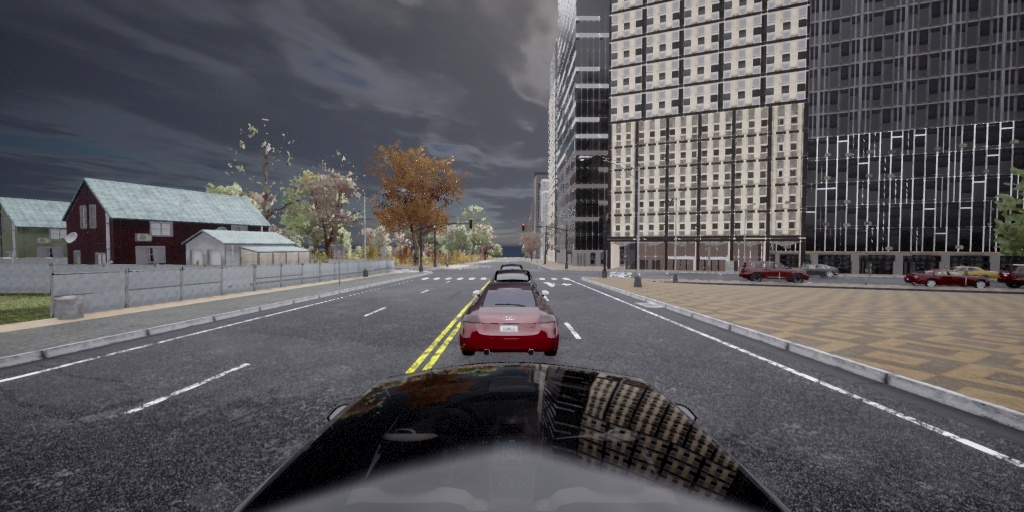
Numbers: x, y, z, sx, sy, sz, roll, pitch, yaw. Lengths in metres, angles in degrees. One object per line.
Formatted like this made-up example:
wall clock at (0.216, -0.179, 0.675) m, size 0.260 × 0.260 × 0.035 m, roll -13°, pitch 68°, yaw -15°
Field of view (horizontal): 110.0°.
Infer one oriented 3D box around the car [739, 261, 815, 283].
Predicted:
car at (22.975, 1.394, 31.706) m, size 5.009 × 1.841 × 2.192 m, roll 0°, pitch 0°, yaw 20°

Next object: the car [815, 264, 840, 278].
car at (31.001, 1.469, 37.165) m, size 4.403 × 1.370 × 2.007 m, roll 0°, pitch 0°, yaw 20°

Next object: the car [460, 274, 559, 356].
car at (-0.033, 1.311, 8.630) m, size 1.994 × 1.385 × 4.181 m, roll 0°, pitch 0°, yaw 1°

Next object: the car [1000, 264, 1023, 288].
car at (38.952, 1.531, 25.879) m, size 5.009 × 1.841 × 2.192 m, roll 0°, pitch 0°, yaw 20°

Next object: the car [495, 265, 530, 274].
car at (0.028, 1.251, 14.016) m, size 1.837 × 1.490 × 4.892 m, roll 0°, pitch 0°, yaw 0°

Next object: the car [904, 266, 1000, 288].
car at (33.626, 1.716, 27.822) m, size 4.507 × 1.381 × 1.888 m, roll 0°, pitch 0°, yaw 20°
